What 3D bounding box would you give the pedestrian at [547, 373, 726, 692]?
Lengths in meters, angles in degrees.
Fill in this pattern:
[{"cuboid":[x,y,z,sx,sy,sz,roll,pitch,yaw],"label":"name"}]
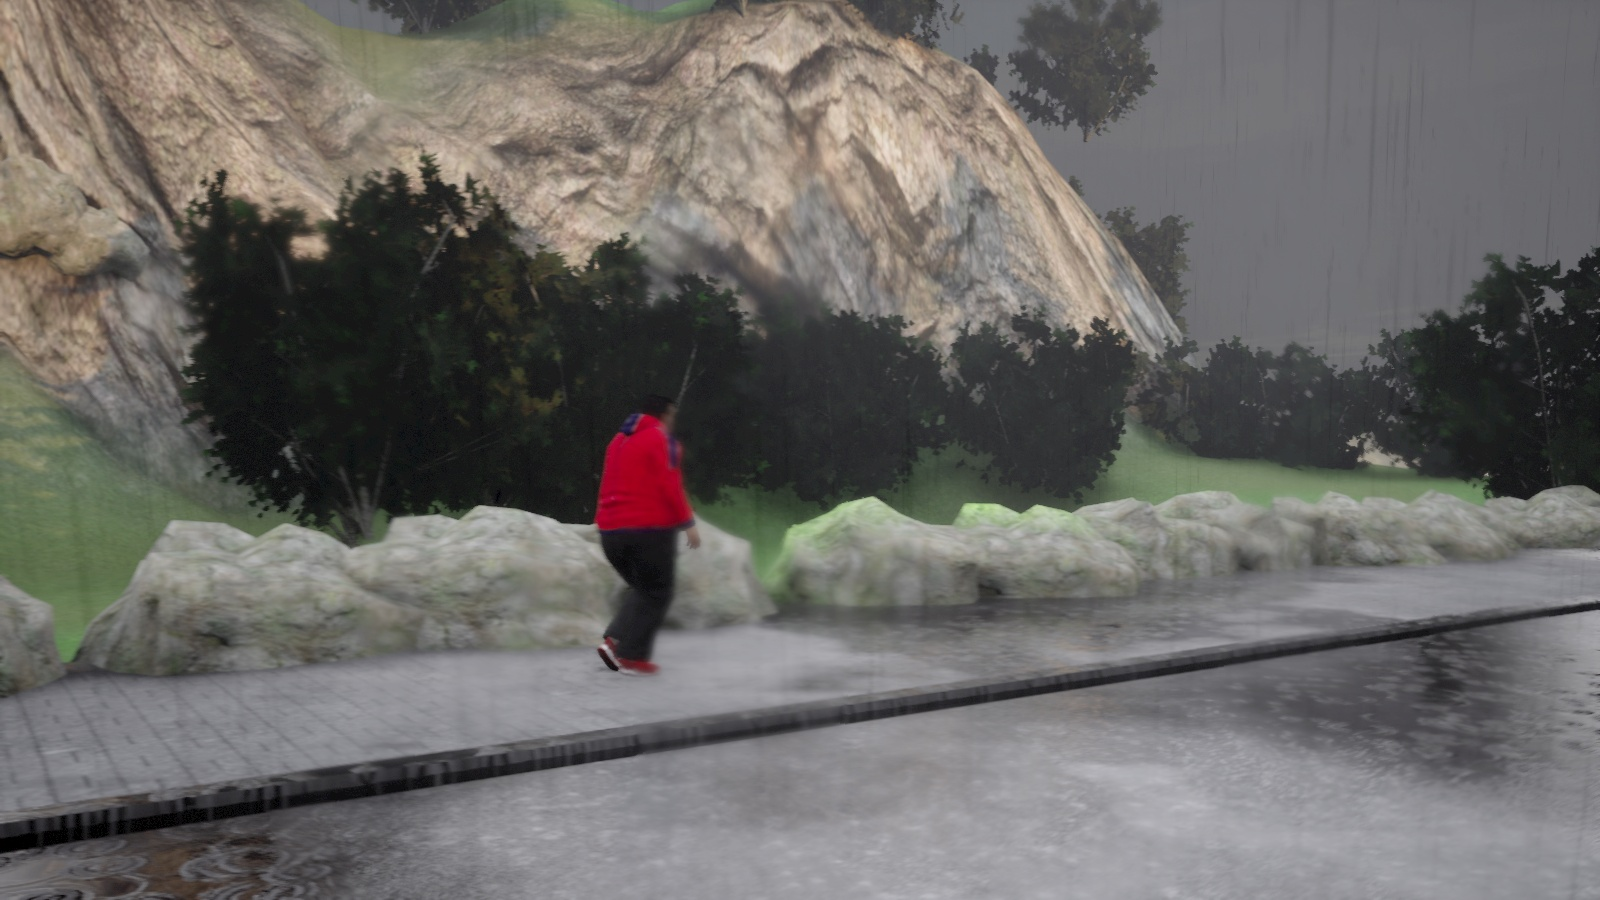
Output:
[{"cuboid":[-1.009,0.476,7.792,0.899,1.844,0.634,0,0,-43],"label":"pedestrian"}]
